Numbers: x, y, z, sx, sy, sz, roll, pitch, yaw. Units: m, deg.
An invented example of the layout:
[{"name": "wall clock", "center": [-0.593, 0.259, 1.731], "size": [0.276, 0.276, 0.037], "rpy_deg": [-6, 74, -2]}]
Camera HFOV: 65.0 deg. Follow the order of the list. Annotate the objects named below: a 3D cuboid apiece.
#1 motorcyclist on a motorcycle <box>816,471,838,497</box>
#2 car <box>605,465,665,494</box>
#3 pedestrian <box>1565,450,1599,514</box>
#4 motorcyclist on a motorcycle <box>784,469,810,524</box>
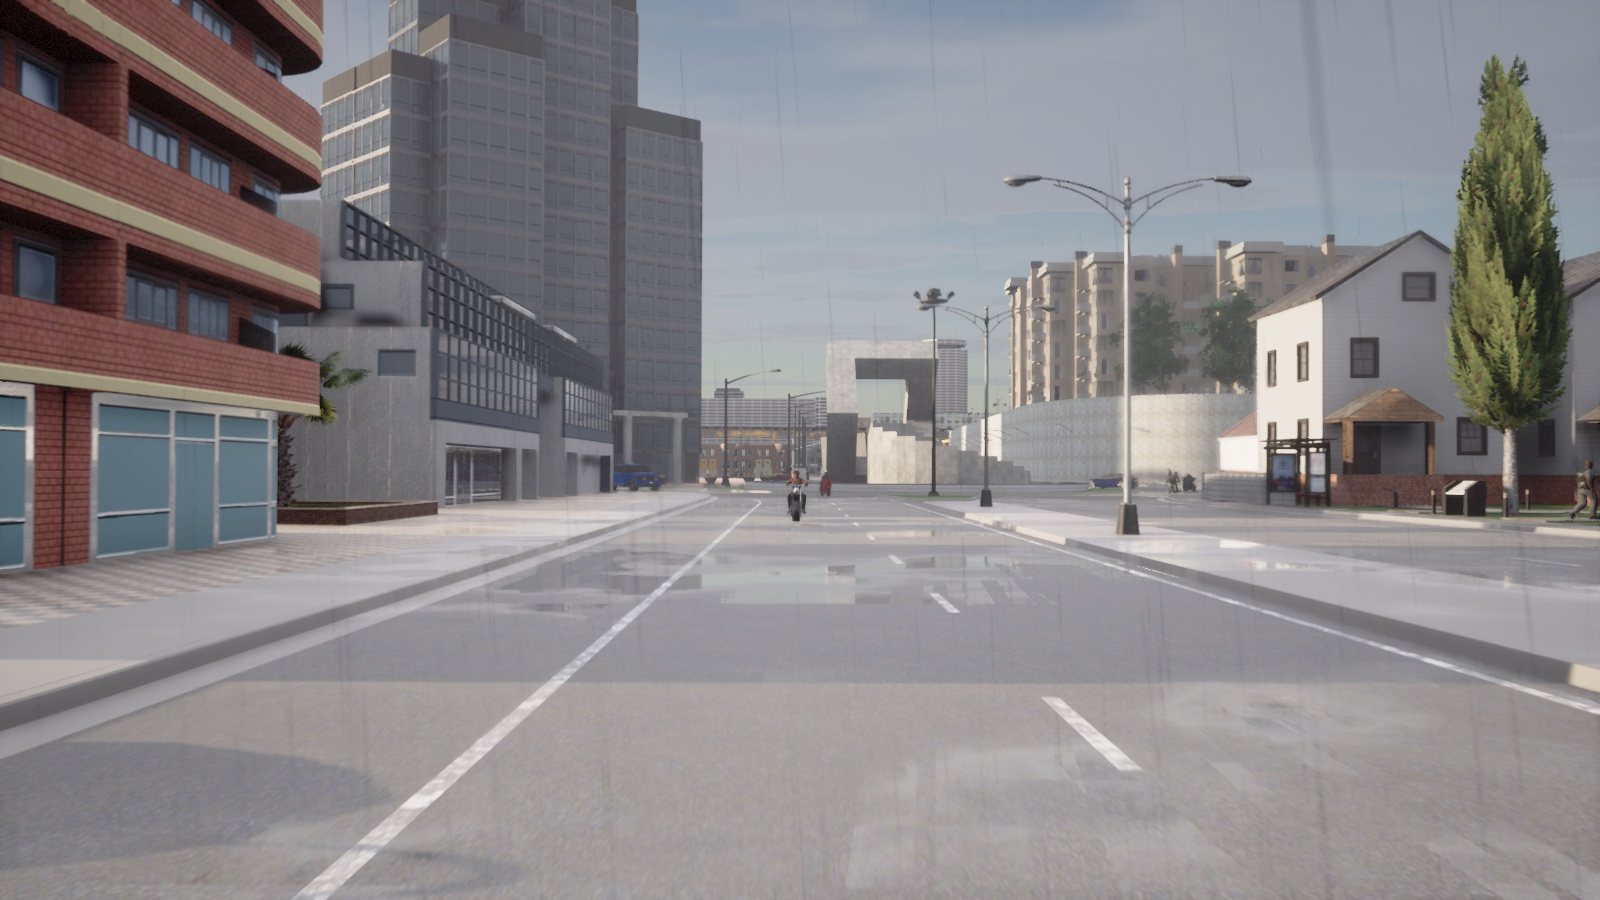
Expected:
[{"name": "motorcyclist on a motorcycle", "center": [1.594, 2.057, 75.676], "size": [0.797, 1.523, 2.044], "rpy_deg": [-1, -1, -14]}, {"name": "car", "center": [-12.161, 2.126, 92.226], "size": [2.150, 2.045, 5.566], "rpy_deg": [1, -1, -34]}, {"name": "pedestrian", "center": [23.173, 0.947, 37.025], "size": [0.849, 1.883, 0.563], "rpy_deg": [0, -1, -4]}, {"name": "motorcyclist on a motorcycle", "center": [-0.095, 1.421, 39.138], "size": [0.766, 1.649, 2.350], "rpy_deg": [0, -1, 0]}]
